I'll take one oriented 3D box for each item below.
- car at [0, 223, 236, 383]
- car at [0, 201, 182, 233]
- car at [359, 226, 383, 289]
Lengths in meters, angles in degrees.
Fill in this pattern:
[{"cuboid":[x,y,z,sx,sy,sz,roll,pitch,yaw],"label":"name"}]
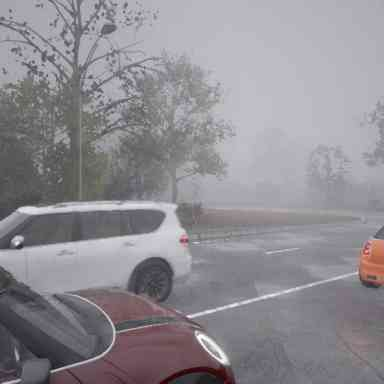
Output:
[{"cuboid":[-1.806,1.352,2.423,4.553,1.767,2.097,0,0,-36],"label":"car"},{"cuboid":[-2.606,1.221,6.416,5.566,2.045,2.150,0,0,-35],"label":"car"},{"cuboid":[6.057,1.352,7.979,4.553,1.767,2.097,0,0,-35],"label":"car"}]
